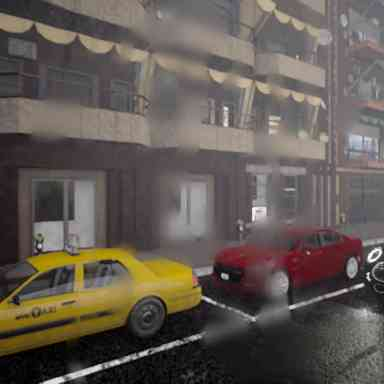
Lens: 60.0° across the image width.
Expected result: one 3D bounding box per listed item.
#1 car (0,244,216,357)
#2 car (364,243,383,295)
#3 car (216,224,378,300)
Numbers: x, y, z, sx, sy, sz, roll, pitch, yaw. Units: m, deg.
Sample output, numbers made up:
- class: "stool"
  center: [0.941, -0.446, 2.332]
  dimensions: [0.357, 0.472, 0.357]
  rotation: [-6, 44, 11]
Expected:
- class: "car"
  center: [-2.111, 1.526, 5.060]
  dimensions: [4.829, 1.417, 1.752]
  rotation: [0, 0, -36]
- class: "car"
  center: [5.914, 1.358, 7.598]
  dimensions: [4.553, 1.767, 2.097]
  rotation: [0, 0, -35]
- class: "car"
  center: [2.526, 1.549, 8.368]
  dimensions: [4.507, 1.381, 1.887]
  rotation: [0, 0, -36]
